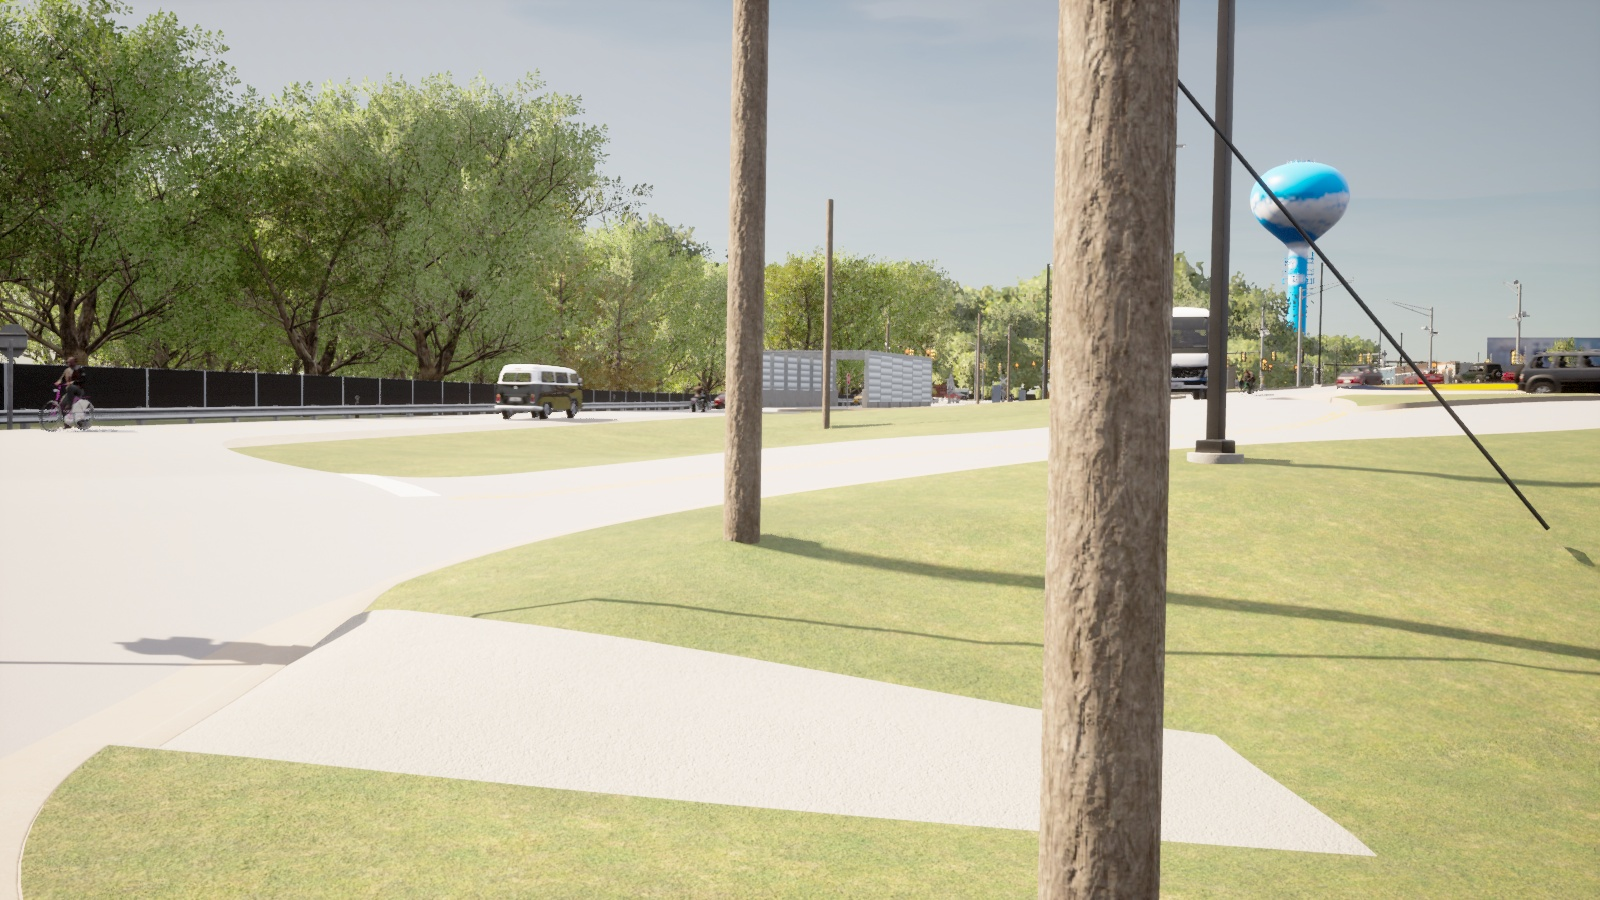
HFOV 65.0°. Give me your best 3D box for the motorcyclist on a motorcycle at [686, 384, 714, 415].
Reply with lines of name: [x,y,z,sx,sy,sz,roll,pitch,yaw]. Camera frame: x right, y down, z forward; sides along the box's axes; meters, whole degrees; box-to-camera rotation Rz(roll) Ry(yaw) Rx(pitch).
motorcyclist on a motorcycle: [-5.298,-2.676,66.473,0.766,1.649,2.350,0,2,14]

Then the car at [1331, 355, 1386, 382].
car: [34.564,-5.043,77.709,3.705,1.549,1.789,-3,2,-43]

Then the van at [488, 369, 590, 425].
van: [-9.846,-2.021,47.701,2.069,2.038,4.480,0,3,13]

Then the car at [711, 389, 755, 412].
car: [-4.501,-3.364,84.706,1.816,1.474,4.193,0,3,14]

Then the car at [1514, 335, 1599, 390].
car: [28.157,-3.145,44.599,4.605,1.855,1.932,1,6,40]

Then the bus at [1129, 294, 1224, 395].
bus: [17.783,-4.774,59.358,3.944,4.253,10.273,0,2,17]

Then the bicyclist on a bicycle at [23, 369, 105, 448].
bicyclist on a bicycle: [-17.177,-0.989,29.367,0.659,1.776,1.843,1,3,5]
